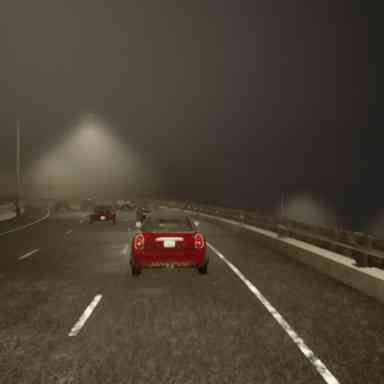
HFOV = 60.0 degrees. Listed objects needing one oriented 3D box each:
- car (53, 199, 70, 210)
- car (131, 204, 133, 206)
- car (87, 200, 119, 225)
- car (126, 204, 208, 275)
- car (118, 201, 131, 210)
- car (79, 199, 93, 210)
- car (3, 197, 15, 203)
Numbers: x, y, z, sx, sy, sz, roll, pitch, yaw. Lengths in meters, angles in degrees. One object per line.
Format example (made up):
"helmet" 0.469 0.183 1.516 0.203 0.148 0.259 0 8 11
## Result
"car" -18.162 1.742 46.434 1.812 1.442 4.674 0 -1 -27
"car" -3.488 1.649 26.991 2.033 1.411 5.357 0 0 -14
"car" -6.778 1.633 25.495 1.812 1.442 4.674 0 0 -13
"car" -0.777 1.389 10.827 2.097 1.767 4.553 0 0 -5
"car" -9.154 1.776 43.735 1.895 1.301 4.718 0 0 -23
"car" -14.844 1.735 47.633 1.812 1.442 4.674 0 -1 -26
"car" -43.908 1.915 79.762 4.892 1.490 1.837 0 0 40
